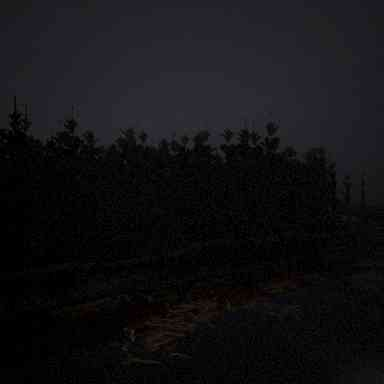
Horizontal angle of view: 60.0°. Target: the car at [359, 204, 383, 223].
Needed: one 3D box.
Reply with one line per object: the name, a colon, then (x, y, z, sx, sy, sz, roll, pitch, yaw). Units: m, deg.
car: (13.706, 1.526, 22.553, 1.812, 1.442, 4.674, 0, 0, -34)
